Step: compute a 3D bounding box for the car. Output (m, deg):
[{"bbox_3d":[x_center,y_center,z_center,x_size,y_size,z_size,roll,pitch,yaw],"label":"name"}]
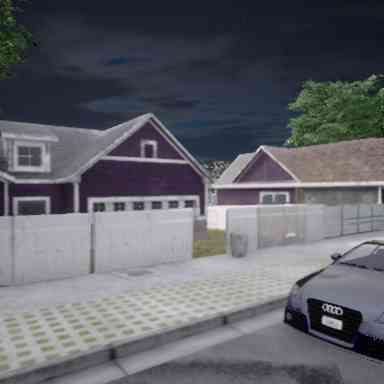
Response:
[{"bbox_3d":[3.485,1.562,5.659,4.181,1.385,1.994,0,0,-36],"label":"car"}]
